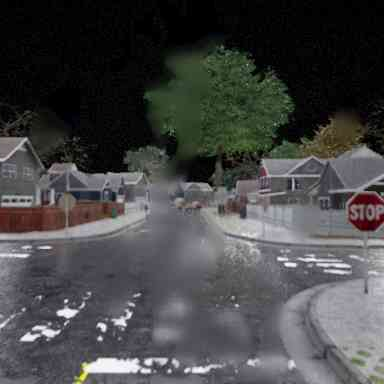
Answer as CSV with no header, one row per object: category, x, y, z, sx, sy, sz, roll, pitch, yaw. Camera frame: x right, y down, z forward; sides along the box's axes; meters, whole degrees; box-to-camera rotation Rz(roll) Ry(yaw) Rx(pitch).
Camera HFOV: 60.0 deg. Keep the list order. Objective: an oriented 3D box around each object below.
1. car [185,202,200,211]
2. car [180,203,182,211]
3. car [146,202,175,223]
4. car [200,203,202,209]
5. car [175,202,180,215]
car,-0.114,2.486,55.682,2.033,1.411,5.357,0,-1,1
car,-2.764,2.495,58.167,1.837,1.490,4.892,0,-2,2
car,-2.914,1.795,30.320,2.097,1.767,4.553,0,-1,0
car,0.767,2.649,66.279,1.882,1.535,5.008,0,-1,12
car,-2.931,2.196,42.944,1.837,1.490,4.892,0,-1,0
